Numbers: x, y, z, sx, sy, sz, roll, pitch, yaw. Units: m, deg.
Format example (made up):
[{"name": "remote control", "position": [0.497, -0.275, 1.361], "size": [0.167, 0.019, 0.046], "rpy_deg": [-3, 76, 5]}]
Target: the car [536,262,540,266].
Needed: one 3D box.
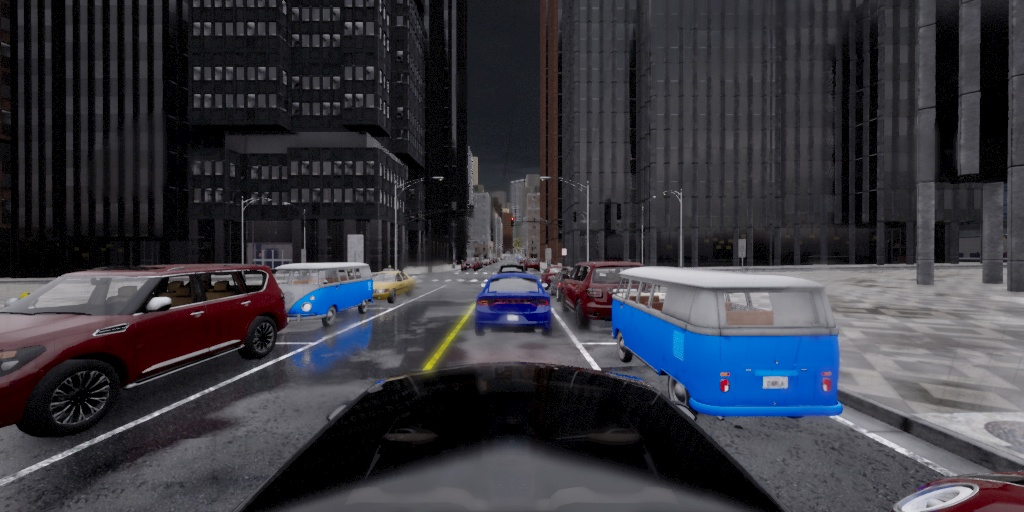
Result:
[{"name": "car", "position": [2.763, 1.297, 22.189], "size": [1.888, 1.381, 4.507], "rpy_deg": [0, 0, 0]}]

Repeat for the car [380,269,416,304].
[{"name": "car", "position": [-5.763, 1.276, 16.505], "size": [1.751, 1.417, 4.829], "rpy_deg": [0, 0, 0]}]

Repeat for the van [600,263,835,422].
[{"name": "van", "position": [2.767, 1.091, 5.612], "size": [1.690, 1.789, 3.998], "rpy_deg": [0, 0, 0]}]

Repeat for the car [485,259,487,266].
[{"name": "car", "position": [-5.762, 1.348, 60.525], "size": [1.948, 1.339, 4.313], "rpy_deg": [0, 0, 0]}]

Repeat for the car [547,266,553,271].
[{"name": "car", "position": [2.764, 1.301, 16.663], "size": [2.007, 1.370, 4.403], "rpy_deg": [0, 0, 0]}]

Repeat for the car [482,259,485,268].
[{"name": "car", "position": [-5.762, 1.090, 54.882], "size": [2.192, 1.841, 5.009], "rpy_deg": [0, 0, 0]}]

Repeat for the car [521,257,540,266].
[{"name": "car", "position": [2.763, 1.084, 49.229], "size": [2.192, 1.841, 5.009], "rpy_deg": [0, 0, 0]}]

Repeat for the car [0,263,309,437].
[{"name": "car", "position": [-5.765, 1.064, 5.626], "size": [2.192, 1.841, 5.009], "rpy_deg": [0, 0, 0]}]

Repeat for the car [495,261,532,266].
[{"name": "car", "position": [0.001, 1.257, 20.797], "size": [1.837, 1.490, 4.892], "rpy_deg": [0, 0, 0]}]

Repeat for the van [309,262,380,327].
[{"name": "van", "position": [-5.764, 1.091, 11.151], "size": [1.690, 1.789, 3.998], "rpy_deg": [0, 0, 0]}]

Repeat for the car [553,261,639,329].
[{"name": "car", "position": [2.766, 1.065, 11.138], "size": [2.192, 1.841, 5.009], "rpy_deg": [0, 0, 0]}]

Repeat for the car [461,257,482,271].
[{"name": "car", "position": [-5.762, 1.084, 49.239], "size": [2.192, 1.841, 5.009], "rpy_deg": [0, 0, 0]}]

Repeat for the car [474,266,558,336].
[{"name": "car", "position": [0.058, 1.228, 10.426], "size": [1.882, 1.535, 5.008], "rpy_deg": [0, 0, 1]}]
